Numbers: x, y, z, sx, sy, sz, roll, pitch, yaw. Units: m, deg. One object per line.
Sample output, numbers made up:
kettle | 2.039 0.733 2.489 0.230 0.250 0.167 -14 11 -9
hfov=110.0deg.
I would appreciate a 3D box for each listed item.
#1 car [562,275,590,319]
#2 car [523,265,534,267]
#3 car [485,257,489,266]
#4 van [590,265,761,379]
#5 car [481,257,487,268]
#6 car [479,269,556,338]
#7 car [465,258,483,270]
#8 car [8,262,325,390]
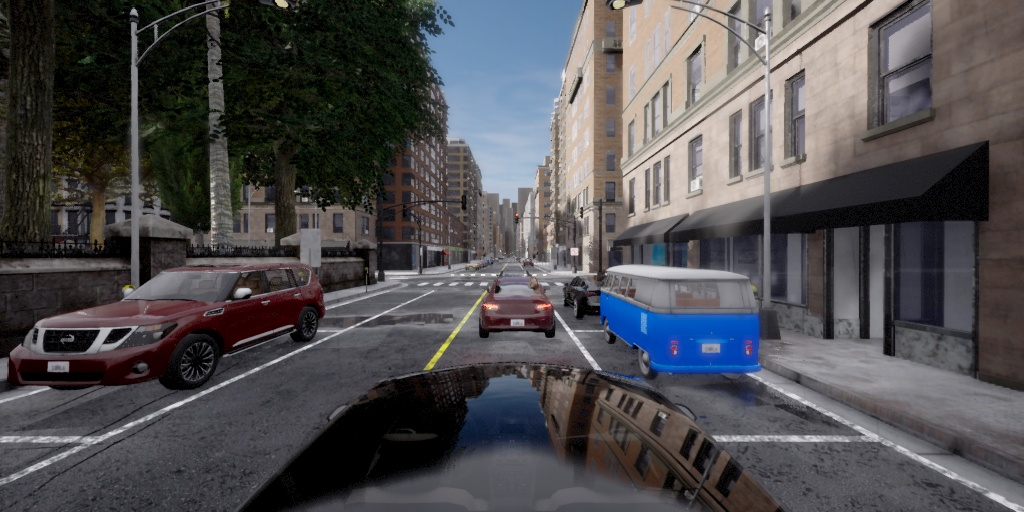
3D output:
car | 2.886 1.313 12.667 1.948 1.339 4.313 0 0 0
car | 0.121 1.345 18.870 1.895 1.301 4.718 0 0 -1
car | -5.510 1.265 61.579 1.888 1.381 4.507 0 0 0
van | 2.870 1.090 7.006 1.690 1.789 3.998 0 0 0
car | -5.524 1.271 56.128 2.007 1.370 4.403 0 0 0
car | 0.127 1.274 10.048 1.812 1.442 4.674 0 0 0
car | -5.539 1.248 50.508 1.751 1.417 4.829 0 0 0
car | -5.654 1.064 6.989 2.192 1.841 5.009 0 0 0
